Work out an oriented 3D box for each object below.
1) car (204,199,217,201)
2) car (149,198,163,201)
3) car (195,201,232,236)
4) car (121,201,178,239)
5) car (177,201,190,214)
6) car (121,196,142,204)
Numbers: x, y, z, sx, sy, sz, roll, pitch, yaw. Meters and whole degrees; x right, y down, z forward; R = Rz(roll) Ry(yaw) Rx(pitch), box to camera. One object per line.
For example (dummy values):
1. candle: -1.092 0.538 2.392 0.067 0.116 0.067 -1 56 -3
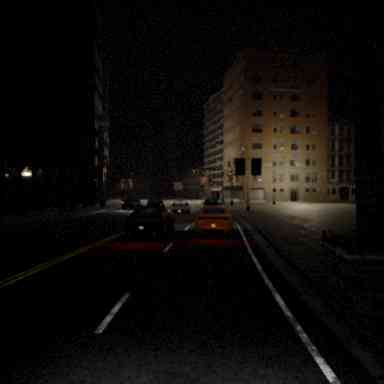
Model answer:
1. car: 2.087 1.491 37.233 1.882 1.535 5.008 0 0 1
2. car: -4.535 1.484 41.339 1.882 1.535 5.008 0 0 0
3. car: 1.242 1.487 18.710 1.882 1.535 5.008 0 0 4
4. car: -2.108 1.481 17.563 1.882 1.535 5.008 0 0 4
5. car: -1.183 1.610 34.981 1.895 1.301 4.718 0 0 1
6. car: -7.780 1.355 42.983 2.097 1.767 4.553 0 0 0
